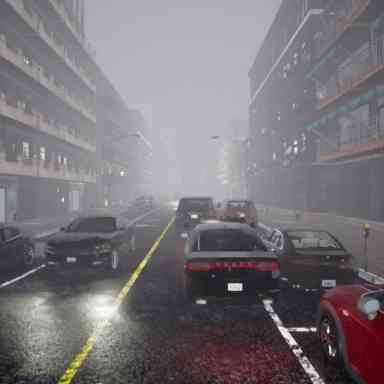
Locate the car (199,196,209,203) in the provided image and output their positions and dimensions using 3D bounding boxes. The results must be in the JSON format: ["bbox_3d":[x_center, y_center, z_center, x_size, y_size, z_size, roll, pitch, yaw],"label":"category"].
[{"bbox_3d":[2.536,1.507,70.856,1.752,1.417,4.829,0,0,0],"label":"car"}]

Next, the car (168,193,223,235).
[{"bbox_3d":[0.393,1.212,18.263,2.150,2.045,5.566,-1,1,6],"label":"car"}]

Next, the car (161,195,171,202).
[{"bbox_3d":[-5.857,1.419,76.307,1.967,1.590,4.097,0,0,0],"label":"car"}]

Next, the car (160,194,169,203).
[{"bbox_3d":[-5.843,1.297,70.671,2.192,1.841,5.009,0,0,0],"label":"car"}]

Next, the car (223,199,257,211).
[{"bbox_3d":[2.649,1.314,19.958,2.192,1.841,5.009,0,0,0],"label":"car"}]

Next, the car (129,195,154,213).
[{"bbox_3d":[-5.770,1.434,36.853,1.967,1.590,4.097,0,0,0],"label":"car"}]

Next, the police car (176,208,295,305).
[{"bbox_3d":[0.744,1.423,8.293,1.930,1.638,5.238,0,0,0],"label":"police car"}]

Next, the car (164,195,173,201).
[{"bbox_3d":[-5.869,1.521,81.944,1.887,1.381,4.507,0,0,0],"label":"car"}]

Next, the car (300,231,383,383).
[{"bbox_3d":[2.684,1.440,3.049,1.967,1.590,4.097,0,0,0],"label":"car"}]

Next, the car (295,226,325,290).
[{"bbox_3d":[2.672,1.551,8.685,2.008,1.369,4.403,0,0,0],"label":"car"}]

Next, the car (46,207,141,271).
[{"bbox_3d":[-3.125,1.477,11.100,1.882,1.535,5.008,0,0,0],"label":"car"}]

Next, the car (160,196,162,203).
[{"bbox_3d":[-5.796,1.573,48.126,1.802,1.307,4.206,0,0,0],"label":"car"}]

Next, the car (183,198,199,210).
[{"bbox_3d":[-0.089,1.539,45.190,2.033,1.411,5.357,0,0,0],"label":"car"}]

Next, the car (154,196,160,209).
[{"bbox_3d":[-5.782,1.308,42.490,2.192,1.841,5.009,0,0,0],"label":"car"}]

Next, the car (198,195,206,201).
[{"bbox_3d":[2.511,1.521,81.958,1.887,1.381,4.507,0,0,0],"label":"car"}]

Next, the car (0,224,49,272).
[{"bbox_3d":[-5.709,1.566,8.670,1.947,1.339,4.313,0,0,0],"label":"car"}]

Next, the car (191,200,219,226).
[{"bbox_3d":[0.846,1.453,24.369,1.801,1.575,5.366,0,0,0],"label":"car"}]
